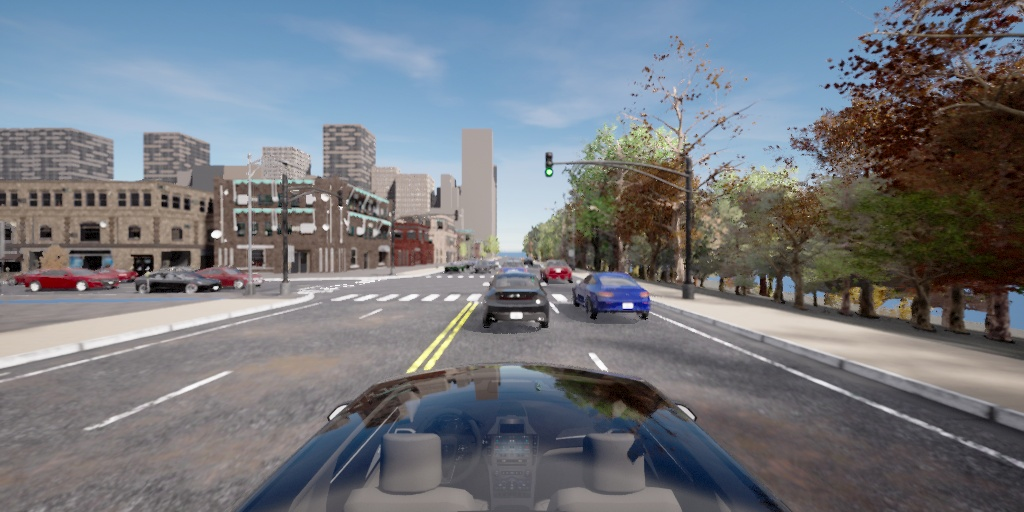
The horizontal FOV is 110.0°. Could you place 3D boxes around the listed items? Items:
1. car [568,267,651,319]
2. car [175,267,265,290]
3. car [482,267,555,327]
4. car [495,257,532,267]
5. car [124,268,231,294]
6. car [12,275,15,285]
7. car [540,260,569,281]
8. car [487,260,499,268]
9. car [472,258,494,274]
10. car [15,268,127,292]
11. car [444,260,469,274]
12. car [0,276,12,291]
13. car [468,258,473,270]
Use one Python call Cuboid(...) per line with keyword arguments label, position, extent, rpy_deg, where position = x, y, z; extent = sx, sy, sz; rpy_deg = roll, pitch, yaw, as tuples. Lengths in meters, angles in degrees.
Cuboid(label="car", position=(3.347, 1.276, 12.655), extent=(1.812, 1.442, 4.674), rpy_deg=(0, 0, 0))
Cuboid(label="car", position=(-19.407, 1.494, 24.253), extent=(4.674, 1.442, 1.812), rpy_deg=(-1, 1, -1))
Cuboid(label="car", position=(0.100, 1.255, 11.474), extent=(1.837, 1.490, 4.892), rpy_deg=(0, 0, 0))
Cuboid(label="car", position=(0.097, 1.102, 26.053), extent=(2.097, 1.767, 4.553), rpy_deg=(0, 0, 0))
Cuboid(label="car", position=(-19.950, 1.567, 21.541), extent=(4.313, 1.339, 1.948), rpy_deg=(0, 0, 0))
Cuboid(label="car", position=(-39.354, 1.720, 30.065), extent=(4.207, 1.307, 1.802), rpy_deg=(0, 0, 0))
Cuboid(label="car", position=(3.346, 1.101, 27.957), extent=(2.097, 1.767, 4.553), rpy_deg=(0, 0, 0))
Cuboid(label="car", position=(-3.265, 1.343, 62.232), extent=(1.895, 1.301, 4.718), rpy_deg=(0, 0, 0))
Cuboid(label="car", position=(-3.373, 1.251, 42.258), extent=(1.837, 1.490, 4.892), rpy_deg=(0, 0, -2))
Cuboid(label="car", position=(-29.637, 1.563, 24.259), extent=(5.008, 1.535, 1.882), rpy_deg=(-1, 1, 0))
Cuboid(label="car", position=(-6.597, 1.347, 41.859), extent=(1.895, 1.301, 4.718), rpy_deg=(0, 0, 3))
Cuboid(label="car", position=(-33.826, 1.598, 21.678), extent=(4.097, 1.591, 1.967), rpy_deg=(0, 0, 0))
Cuboid(label="car", position=(-6.586, 1.345, 51.028), extent=(1.895, 1.301, 4.718), rpy_deg=(0, 0, 0))
